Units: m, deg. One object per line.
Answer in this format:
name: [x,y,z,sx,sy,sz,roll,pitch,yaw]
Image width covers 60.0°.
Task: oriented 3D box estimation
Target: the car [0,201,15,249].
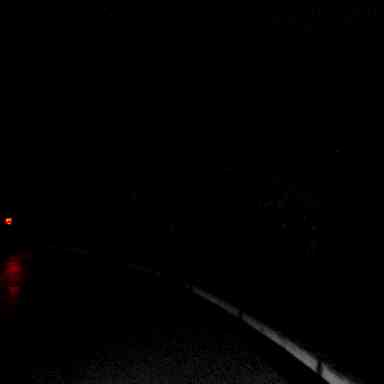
car: [-9.738,1.356,13.710,5.566,2.045,2.150,-1,0,29]
